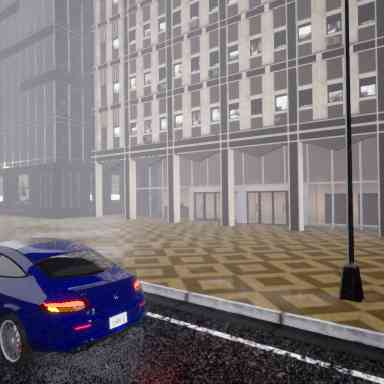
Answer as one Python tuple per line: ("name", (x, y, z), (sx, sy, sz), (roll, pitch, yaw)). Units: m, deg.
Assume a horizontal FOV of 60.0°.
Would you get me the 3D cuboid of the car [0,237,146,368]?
("car", (-2.850, 1.527, 5.724), (4.674, 1.442, 1.812), (0, 0, 35))
